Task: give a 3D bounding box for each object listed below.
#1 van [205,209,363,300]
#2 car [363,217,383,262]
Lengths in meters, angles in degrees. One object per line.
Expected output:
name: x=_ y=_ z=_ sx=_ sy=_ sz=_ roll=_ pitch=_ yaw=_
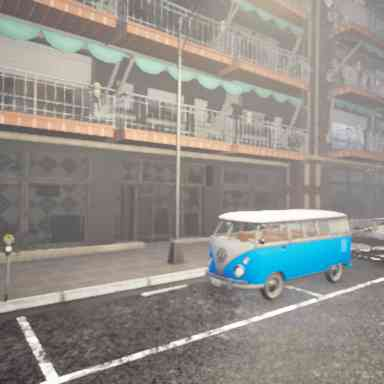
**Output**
van: x=2.218 y=1.350 z=8.126 sx=3.998 sy=1.788 sz=1.690 roll=0 pitch=1 yaw=-35
car: x=6.852 y=1.567 z=11.417 sx=4.403 sy=1.369 sz=2.008 roll=0 pitch=1 yaw=-35
